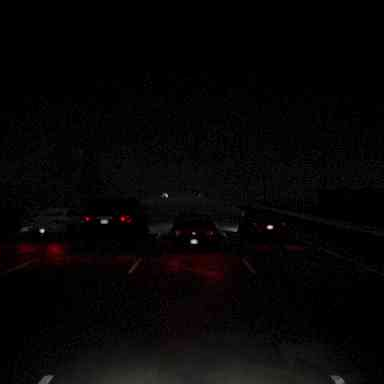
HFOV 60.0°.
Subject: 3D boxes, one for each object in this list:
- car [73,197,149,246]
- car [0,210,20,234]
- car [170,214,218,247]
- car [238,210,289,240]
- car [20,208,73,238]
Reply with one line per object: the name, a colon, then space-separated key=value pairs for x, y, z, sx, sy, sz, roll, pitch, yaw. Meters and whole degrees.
car: x=-3.410 y=1.255 z=15.638 sx=2.150 sy=2.045 sz=5.566 roll=0 pitch=0 yaw=0
car: x=-10.466 y=1.540 z=16.705 sx=1.837 sy=1.490 sz=4.892 roll=0 pitch=0 yaw=-1
car: x=0.088 y=1.633 z=15.095 sx=1.895 sy=1.301 sz=4.718 roll=0 pitch=0 yaw=0
car: x=3.590 y=1.600 z=17.287 sx=1.994 sy=1.385 sz=4.181 roll=0 pitch=0 yaw=0
car: x=-6.909 y=1.563 z=17.683 sx=1.812 sy=1.442 sz=4.674 roll=0 pitch=0 yaw=0
